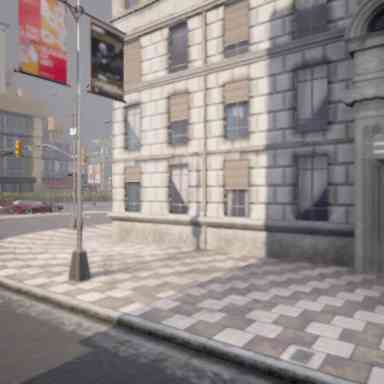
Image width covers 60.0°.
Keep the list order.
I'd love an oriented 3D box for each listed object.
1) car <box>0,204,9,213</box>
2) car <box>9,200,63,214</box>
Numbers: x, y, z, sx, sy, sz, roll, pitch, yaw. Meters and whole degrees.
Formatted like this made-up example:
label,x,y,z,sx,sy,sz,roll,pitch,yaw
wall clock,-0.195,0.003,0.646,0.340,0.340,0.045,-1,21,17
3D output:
label,x,y,z,sx,sy,sz,roll,pitch,yaw
car,-19.284,1.621,37.724,1.812,1.442,4.674,0,0,36
car,-16.436,1.687,35.689,1.895,1.301,4.718,0,0,36
